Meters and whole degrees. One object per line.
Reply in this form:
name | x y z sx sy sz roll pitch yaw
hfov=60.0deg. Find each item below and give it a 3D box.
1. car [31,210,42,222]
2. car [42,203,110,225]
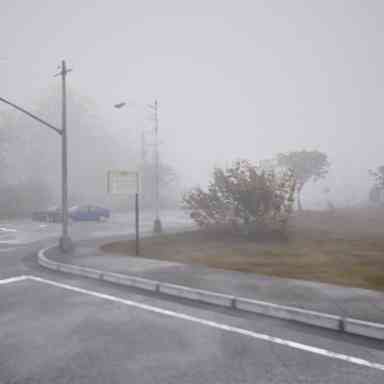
car | -11.638 1.815 29.596 1.882 1.535 5.008 -1 0 39
car | -9.095 1.771 27.168 1.882 1.535 5.008 -1 0 39
